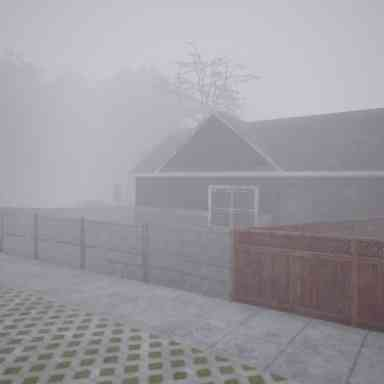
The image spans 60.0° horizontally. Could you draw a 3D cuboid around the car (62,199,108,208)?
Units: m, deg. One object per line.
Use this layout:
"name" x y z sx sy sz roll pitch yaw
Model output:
"car" -10.401 1.496 32.539 1.837 1.490 4.892 2 1 35
